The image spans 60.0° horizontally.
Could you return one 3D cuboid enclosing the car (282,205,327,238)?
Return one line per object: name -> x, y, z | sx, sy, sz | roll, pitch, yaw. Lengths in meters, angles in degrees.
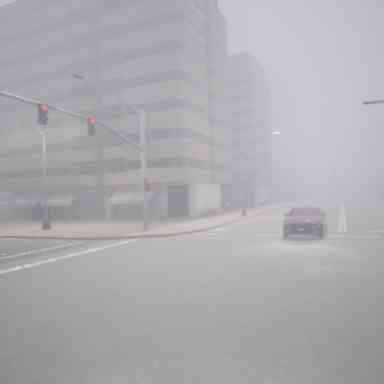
car -> 6.064, 1.477, 17.730 | 1.882, 1.535, 5.008 | -3, -1, 24
